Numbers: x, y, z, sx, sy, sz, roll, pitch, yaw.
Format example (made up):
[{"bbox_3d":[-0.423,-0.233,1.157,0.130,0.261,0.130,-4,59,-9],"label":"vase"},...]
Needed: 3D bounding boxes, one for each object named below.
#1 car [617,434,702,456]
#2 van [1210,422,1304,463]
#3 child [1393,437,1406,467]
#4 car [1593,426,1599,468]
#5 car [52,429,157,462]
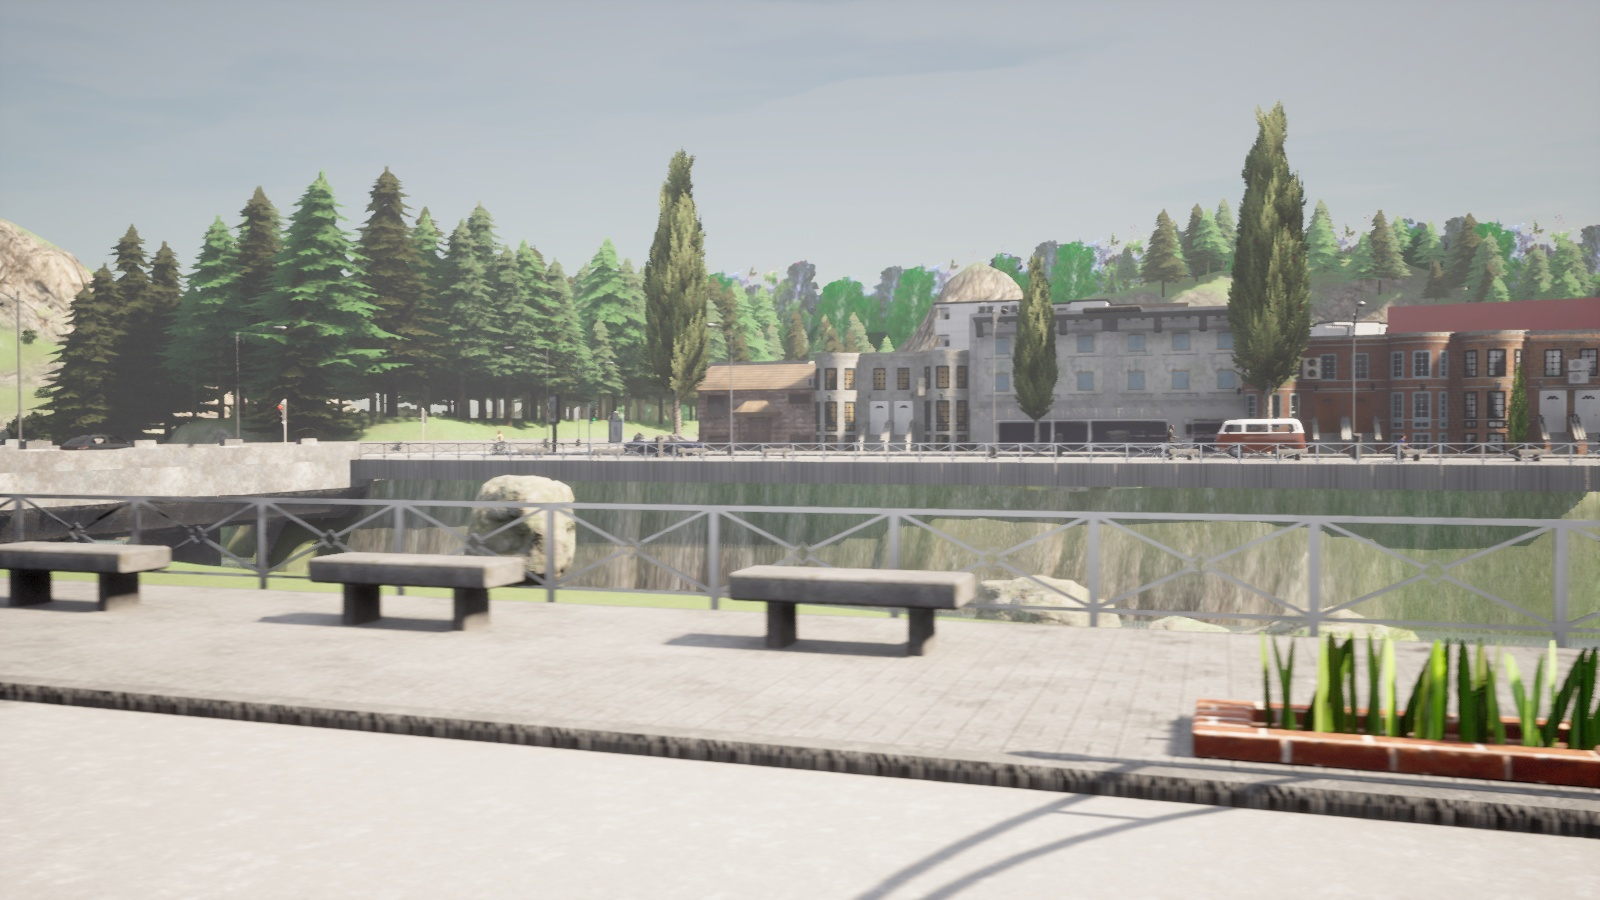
[{"bbox_3d":[-8.485,-0.319,75.835,4.718,1.301,1.895,1,1,19],"label":"car"},{"bbox_3d":[23.616,-0.403,65.040,4.480,2.038,2.069,1,1,19],"label":"van"},{"bbox_3d":[24.801,0.078,51.930,0.437,1.263,0.270,1,1,19],"label":"child"},{"bbox_3d":[37.893,-0.132,56.024,3.866,1.878,1.905,1,1,19],"label":"car"},{"bbox_3d":[-32.686,-0.230,59.135,1.816,1.474,4.193,1,1,19],"label":"car"}]
